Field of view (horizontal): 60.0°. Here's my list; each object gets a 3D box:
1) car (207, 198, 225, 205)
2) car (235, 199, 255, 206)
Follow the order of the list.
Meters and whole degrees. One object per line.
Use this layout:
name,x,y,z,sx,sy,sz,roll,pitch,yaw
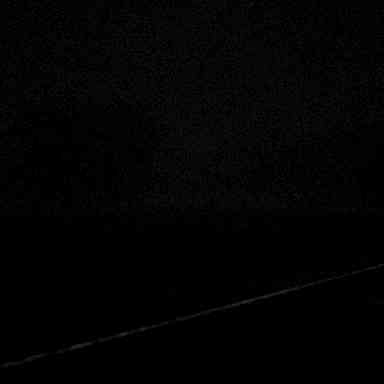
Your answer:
car,5.337,2.066,75.215,1.882,1.535,5.008,2,-2,-34
car,10.759,2.077,67.349,1.812,1.442,4.674,2,-2,-34
